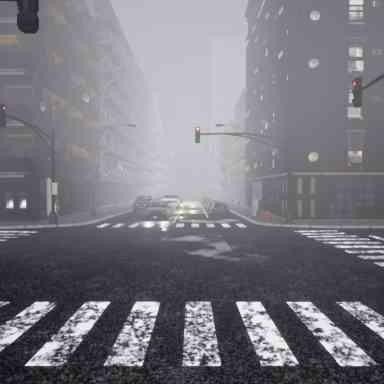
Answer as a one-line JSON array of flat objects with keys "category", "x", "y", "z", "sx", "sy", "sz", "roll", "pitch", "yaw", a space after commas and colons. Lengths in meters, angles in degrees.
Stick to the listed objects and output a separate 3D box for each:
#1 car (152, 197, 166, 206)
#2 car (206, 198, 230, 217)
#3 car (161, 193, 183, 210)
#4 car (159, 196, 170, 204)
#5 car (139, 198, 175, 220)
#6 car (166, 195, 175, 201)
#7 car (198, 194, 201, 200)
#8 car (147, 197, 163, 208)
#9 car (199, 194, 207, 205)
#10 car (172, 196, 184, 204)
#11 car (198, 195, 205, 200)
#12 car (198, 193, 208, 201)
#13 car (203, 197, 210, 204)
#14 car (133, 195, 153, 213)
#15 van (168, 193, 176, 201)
[{"category": "car", "x": -5.261, "y": 1.563, "z": 53.658, "sx": 1.802, "sy": 1.307, "sz": 4.206, "roll": -1, "pitch": 0, "yaw": 0}, {"category": "car", "x": 2.593, "y": 1.572, "z": 31.439, "sx": 1.802, "sy": 1.307, "sz": 4.206, "roll": -1, "pitch": 0, "yaw": 0}, {"category": "car", "x": -2.794, "y": 1.208, "z": 43.768, "sx": 2.150, "sy": 2.045, "sz": 5.566, "roll": 0, "pitch": 0, "yaw": 1}, {"category": "car", "x": -5.248, "y": 1.557, "z": 64.732, "sx": 1.802, "sy": 1.307, "sz": 4.206, "roll": -1, "pitch": 0, "yaw": 0}, {"category": "car", "x": -2.814, "y": 1.539, "z": 28.071, "sx": 2.033, "sy": 1.411, "sz": 5.357, "roll": 0, "pitch": 0, "yaw": 0}, {"category": "car", "x": -5.229, "y": 1.490, "z": 81.174, "sx": 1.752, "sy": 1.417, "sz": 4.829, "roll": -1, "pitch": 0, "yaw": 0}, {"category": "car", "x": 2.645, "y": 1.551, "z": 75.752, "sx": 1.802, "sy": 1.307, "sz": 4.206, "roll": -1, "pitch": 0, "yaw": 0}, {"category": "car", "x": -5.269, "y": 1.508, "z": 47.951, "sx": 1.752, "sy": 1.417, "sz": 4.829, "roll": -1, "pitch": 0, "yaw": 0}, {"category": "car", "x": 2.625, "y": 1.523, "z": 59.135, "sx": 1.887, "sy": 1.381, "sz": 4.507, "roll": -1, "pitch": 0, "yaw": 0}, {"category": "car", "x": -2.676, "y": 1.472, "z": 64.369, "sx": 2.128, "sy": 1.511, "sz": 4.902, "roll": 0, "pitch": 0, "yaw": 0}, {"category": "car", "x": 2.665, "y": 1.539, "z": 92.370, "sx": 1.802, "sy": 1.307, "sz": 4.206, "roll": -1, "pitch": 0, "yaw": 0}, {"category": "car", "x": 2.649, "y": 1.280, "z": 81.292, "sx": 2.192, "sy": 1.841, "sz": 5.009, "roll": -1, "pitch": 0, "yaw": 0}, {"category": "car", "x": 2.599, "y": 1.539, "z": 36.978, "sx": 2.008, "sy": 1.369, "sz": 4.403, "roll": -1, "pitch": 0, "yaw": 0}, {"category": "car", "x": -5.284, "y": 1.303, "z": 37.046, "sx": 2.192, "sy": 1.841, "sz": 5.009, "roll": -1, "pitch": 0, "yaw": 0}, {"category": "van", "x": -5.225, "y": 1.302, "z": 86.881, "sx": 1.690, "sy": 1.788, "sz": 3.998, "roll": -1, "pitch": 0, "yaw": 0}]
